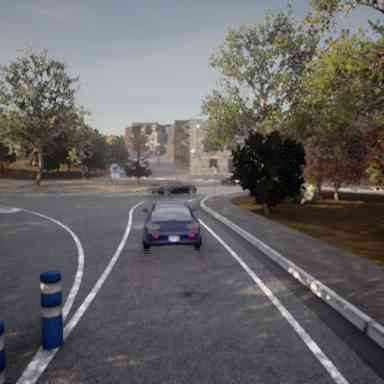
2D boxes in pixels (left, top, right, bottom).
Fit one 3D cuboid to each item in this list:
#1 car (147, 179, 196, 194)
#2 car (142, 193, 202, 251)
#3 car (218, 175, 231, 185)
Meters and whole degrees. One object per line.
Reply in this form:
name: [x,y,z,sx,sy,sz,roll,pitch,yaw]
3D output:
car: [-1.738,-0.382,30.077,4.902,1.511,2.128,-4,6,-42]
car: [-0.768,1.024,11.735,1.812,1.442,4.674,0,3,-6]
car: [4.971,-1.772,47.776,1.812,1.442,4.674,0,5,-3]
